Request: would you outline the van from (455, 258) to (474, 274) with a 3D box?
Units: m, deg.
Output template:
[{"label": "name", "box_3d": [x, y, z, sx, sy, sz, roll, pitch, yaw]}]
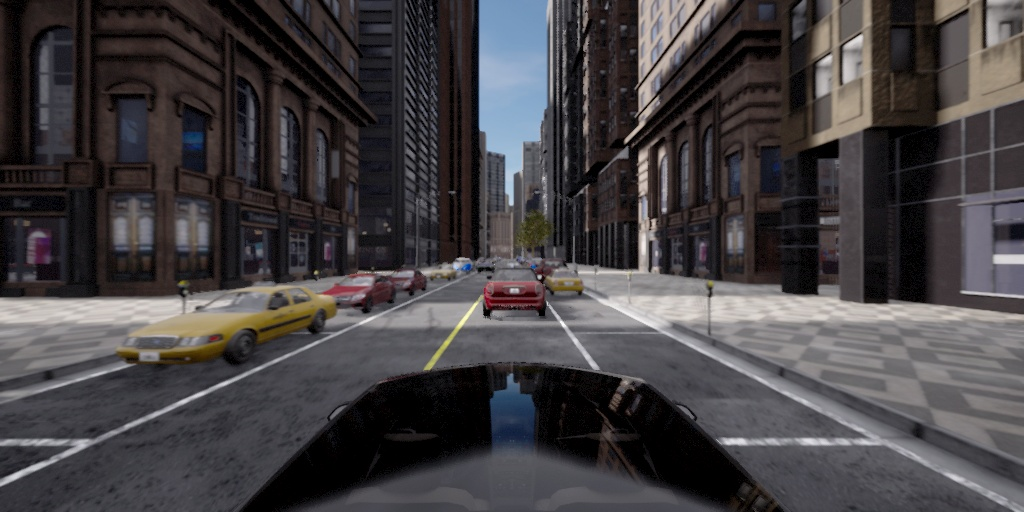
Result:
[{"label": "van", "box_3d": [-5.769, 1.136, 41.987, 1.690, 1.789, 3.998, 0, 0, 0]}]

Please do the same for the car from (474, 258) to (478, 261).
[{"label": "car", "box_3d": [-5.770, 1.353, 47.605, 2.007, 1.370, 4.403, 0, 0, 0]}]

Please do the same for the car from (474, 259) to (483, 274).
[{"label": "car", "box_3d": [-3.100, 1.397, 42.740, 1.895, 1.301, 4.718, 0, 0, 0]}]

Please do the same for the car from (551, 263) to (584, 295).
[{"label": "car", "box_3d": [2.760, 1.293, 19.695, 1.751, 1.417, 4.829, 0, 0, 0]}]

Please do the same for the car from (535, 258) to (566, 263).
[{"label": "car", "box_3d": [2.759, 1.089, 25.144, 2.192, 1.841, 5.009, 0, 0, 0]}]

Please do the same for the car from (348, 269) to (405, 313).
[{"label": "car", "box_3d": [-5.765, 1.342, 13.893, 1.802, 1.307, 4.207, 0, 0, 0]}]

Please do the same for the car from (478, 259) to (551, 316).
[{"label": "car", "box_3d": [0.083, 1.113, 13.464, 2.097, 1.767, 4.553, 0, 0, 0]}]

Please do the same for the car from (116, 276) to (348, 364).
[{"label": "car", "box_3d": [-5.764, 1.280, 8.104, 1.751, 1.417, 4.829, 0, 0, 0]}]

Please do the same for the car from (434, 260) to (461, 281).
[{"label": "car", "box_3d": [-5.767, 1.306, 30.579, 1.751, 1.417, 4.829, 0, 0, 0]}]

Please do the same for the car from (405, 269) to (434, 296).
[{"label": "car", "box_3d": [-5.766, 1.349, 19.511, 1.802, 1.307, 4.207, 0, 0, 0]}]
